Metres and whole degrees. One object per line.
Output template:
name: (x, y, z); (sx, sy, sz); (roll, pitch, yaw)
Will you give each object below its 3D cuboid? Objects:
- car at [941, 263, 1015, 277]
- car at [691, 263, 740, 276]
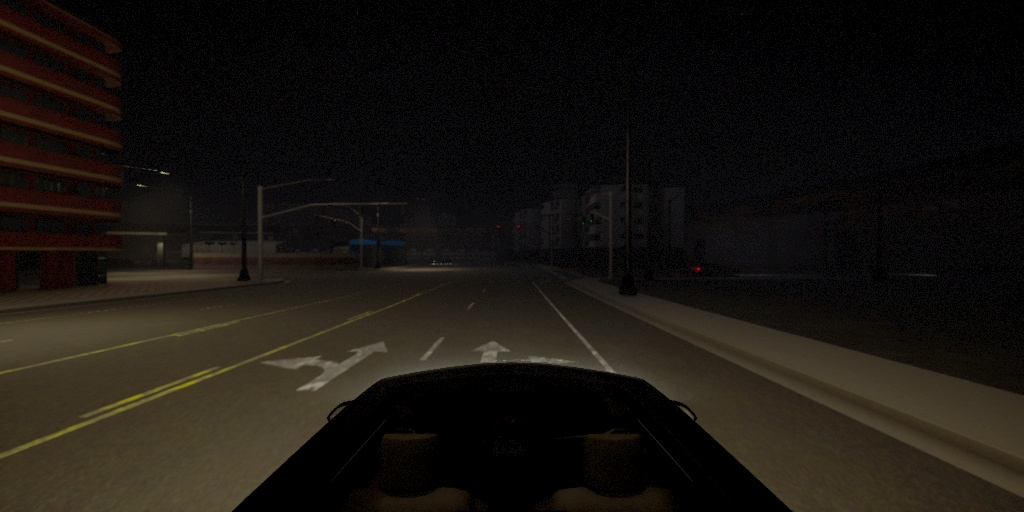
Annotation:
car: (50.244, 1.491, 38.772); (4.892, 1.490, 1.837); (0, 1, 39)
car: (23.090, 1.479, 40.666); (4.718, 1.301, 1.895); (0, 0, -1)
